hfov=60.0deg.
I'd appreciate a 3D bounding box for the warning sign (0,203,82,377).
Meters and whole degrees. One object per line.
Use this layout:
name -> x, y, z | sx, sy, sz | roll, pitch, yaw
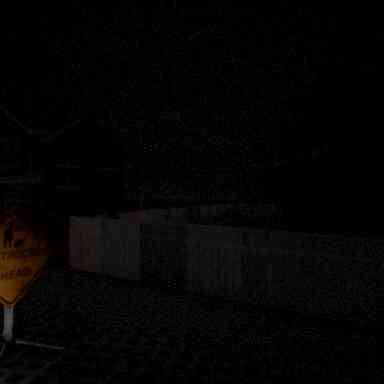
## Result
warning sign -> -2.323, 1.105, 4.260 | 1.060, 1.860, 1.300 | 2, 0, 34
